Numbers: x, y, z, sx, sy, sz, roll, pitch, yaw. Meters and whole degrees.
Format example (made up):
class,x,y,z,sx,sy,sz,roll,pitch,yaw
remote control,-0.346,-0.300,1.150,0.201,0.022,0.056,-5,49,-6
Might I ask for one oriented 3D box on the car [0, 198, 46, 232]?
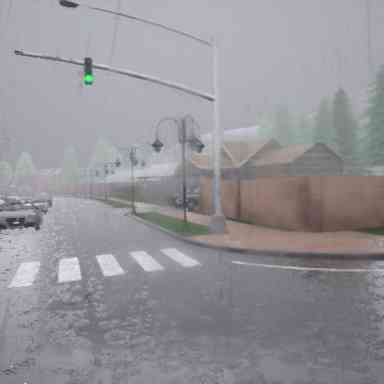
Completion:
class,x,y,z,sx,sy,sz,roll,pitch,yaw
car,-9.264,1.279,18.013,1.994,1.385,4.181,-2,2,-21

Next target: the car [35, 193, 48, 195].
class,x,y,z,sx,sy,sz,roll,pitch,yaw
car,-16.525,0.868,36.682,1.882,1.535,5.008,-2,2,-21

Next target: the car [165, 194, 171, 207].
class,x,y,z,sx,sy,sz,roll,pitch,yaw
car,-0.286,0.374,29.471,3.866,1.878,1.905,-2,2,-21

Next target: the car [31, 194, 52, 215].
class,x,y,z,sx,sy,sz,roll,pitch,yaw
car,-12.836,1.156,27.198,1.895,1.301,4.718,-2,2,-21

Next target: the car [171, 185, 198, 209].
class,x,y,z,sx,sy,sz,roll,pitch,yaw
car,0.994,0.400,27.273,4.605,1.855,1.932,-2,2,-21
